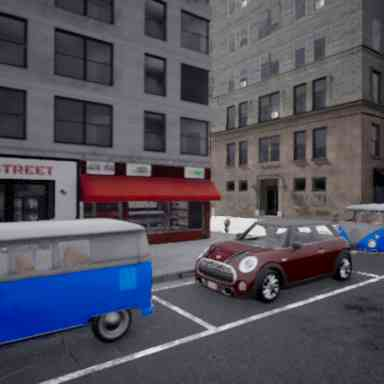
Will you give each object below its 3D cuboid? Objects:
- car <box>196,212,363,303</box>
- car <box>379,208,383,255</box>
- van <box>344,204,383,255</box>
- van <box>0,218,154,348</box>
[{"bbox_3d":[2.050,1.414,8.097,4.097,1.590,1.967,0,1,-35],"label":"car"},{"bbox_3d":[6.948,1.307,8.334,4.553,1.767,2.097,0,0,-35],"label":"car"},{"bbox_3d":[6.616,1.289,11.352,3.998,1.788,1.690,0,1,-35],"label":"van"},{"bbox_3d":[-2.517,1.339,4.838,3.998,1.788,1.690,0,1,-35],"label":"van"}]
